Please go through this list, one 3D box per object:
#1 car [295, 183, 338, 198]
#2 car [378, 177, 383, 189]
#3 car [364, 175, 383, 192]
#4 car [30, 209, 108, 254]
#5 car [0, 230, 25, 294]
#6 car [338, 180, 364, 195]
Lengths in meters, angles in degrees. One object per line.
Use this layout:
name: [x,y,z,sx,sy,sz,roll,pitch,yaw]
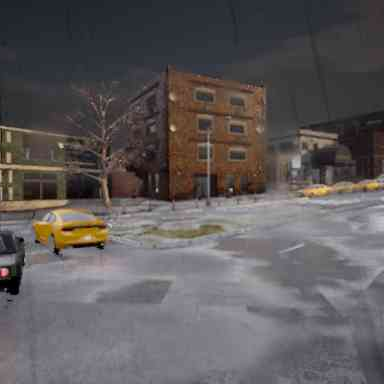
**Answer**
car: [14.064,-0.181,38.335,5.366,1.575,1.946,-5,3,-34]
car: [17.315,-0.101,26.184,5.566,2.045,2.150,-5,3,-36]
car: [23.220,-0.937,44.471,5.366,1.575,1.946,-5,3,-34]
car: [-5.116,1.448,13.578,1.882,1.535,5.008,0,0,-37]
car: [-5.206,1.597,8.198,1.895,1.301,4.718,0,0,-26]
car: [18.644,-0.560,41.398,5.366,1.575,1.946,-5,3,-34]
